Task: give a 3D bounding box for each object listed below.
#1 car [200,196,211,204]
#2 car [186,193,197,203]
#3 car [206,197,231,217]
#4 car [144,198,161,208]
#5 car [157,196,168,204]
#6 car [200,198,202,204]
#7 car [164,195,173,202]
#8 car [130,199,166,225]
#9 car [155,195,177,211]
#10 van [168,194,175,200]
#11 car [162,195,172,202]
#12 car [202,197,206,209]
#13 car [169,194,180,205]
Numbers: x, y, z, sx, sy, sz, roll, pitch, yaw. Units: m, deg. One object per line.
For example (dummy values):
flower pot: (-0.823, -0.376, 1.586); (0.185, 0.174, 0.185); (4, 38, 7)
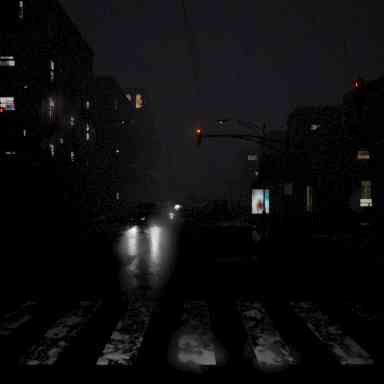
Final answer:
car: (2.566, 1.591, 66.012); (2.008, 1.369, 4.403); (-1, 0, 0)
car: (-0.037, 1.269, 70.640); (2.150, 2.045, 5.566); (0, 0, 0)
car: (2.627, 1.446, 31.832); (1.967, 1.590, 4.097); (0, 0, 0)
car: (-5.784, 1.571, 48.895); (2.008, 1.369, 4.403); (0, 0, 0)
car: (-5.814, 1.565, 65.815); (1.752, 1.417, 4.829); (0, 0, 0)
car: (2.597, 1.571, 48.923); (2.008, 1.369, 4.403); (0, 0, 0)
car: (-5.846, 1.592, 82.904); (1.752, 1.417, 4.829); (-1, 0, 0)
car: (-3.143, 1.497, 23.643); (1.837, 1.490, 4.892); (0, -1, 0)
car: (-3.170, 1.490, 40.378); (1.882, 1.535, 5.008); (0, 0, 0)
van: (-5.868, 1.430, 94.468); (1.690, 1.788, 3.998); (-1, 0, 0)
car: (-5.837, 1.497, 77.377); (1.967, 1.590, 4.097); (0, 0, 0)
car: (2.607, 1.597, 43.225); (1.802, 1.307, 4.206); (0, 0, 0)
car: (-3.160, 1.524, 59.171); (2.128, 1.511, 4.902); (0, 0, 0)
